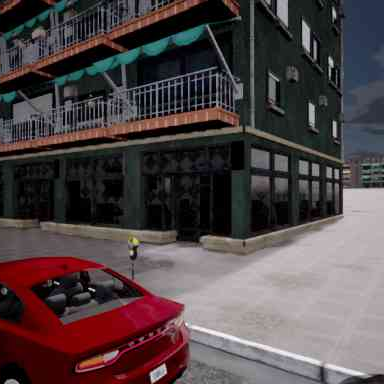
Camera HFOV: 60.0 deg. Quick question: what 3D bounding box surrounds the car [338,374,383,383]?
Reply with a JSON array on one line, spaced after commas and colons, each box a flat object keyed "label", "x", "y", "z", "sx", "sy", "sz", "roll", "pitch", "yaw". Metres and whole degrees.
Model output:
[{"label": "car", "x": 2.469, "y": 1.566, "z": 1.122, "sx": 4.313, "sy": 1.339, "sz": 1.947, "roll": 0, "pitch": 0, "yaw": 35}]

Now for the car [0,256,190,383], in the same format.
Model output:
[{"label": "car", "x": -2.128, "y": 1.545, "z": 4.383, "sx": 4.507, "sy": 1.381, "sz": 1.887, "roll": 0, "pitch": 0, "yaw": 35}]
